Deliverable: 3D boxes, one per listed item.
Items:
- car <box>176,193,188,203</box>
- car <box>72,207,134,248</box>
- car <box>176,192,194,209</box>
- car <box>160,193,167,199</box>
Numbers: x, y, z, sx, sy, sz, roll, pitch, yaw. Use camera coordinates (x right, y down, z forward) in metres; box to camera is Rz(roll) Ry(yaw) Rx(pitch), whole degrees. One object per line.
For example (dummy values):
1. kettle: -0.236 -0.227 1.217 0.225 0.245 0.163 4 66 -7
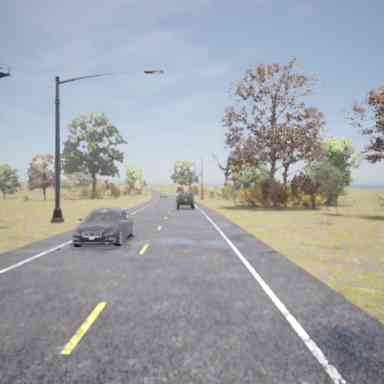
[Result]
1. car: -1.923 1.086 62.274 2.097 1.767 4.553 0 0 -4
2. car: -3.735 1.455 14.694 1.837 1.490 4.892 0 0 -1
3. car: -0.882 1.050 43.112 2.150 2.045 5.566 0 0 -3
4. car: -7.767 1.098 91.014 2.128 1.511 4.902 0 0 -5
